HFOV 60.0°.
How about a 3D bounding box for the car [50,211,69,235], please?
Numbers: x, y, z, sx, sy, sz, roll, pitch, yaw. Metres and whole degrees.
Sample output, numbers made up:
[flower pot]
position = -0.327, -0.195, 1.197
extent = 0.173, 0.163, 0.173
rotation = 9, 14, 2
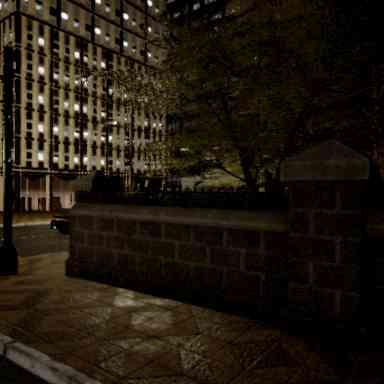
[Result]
[car]
position = -5.479, 1.600, 18.811
extent = 2.128, 1.511, 4.902
rotation = 1, 0, 38
